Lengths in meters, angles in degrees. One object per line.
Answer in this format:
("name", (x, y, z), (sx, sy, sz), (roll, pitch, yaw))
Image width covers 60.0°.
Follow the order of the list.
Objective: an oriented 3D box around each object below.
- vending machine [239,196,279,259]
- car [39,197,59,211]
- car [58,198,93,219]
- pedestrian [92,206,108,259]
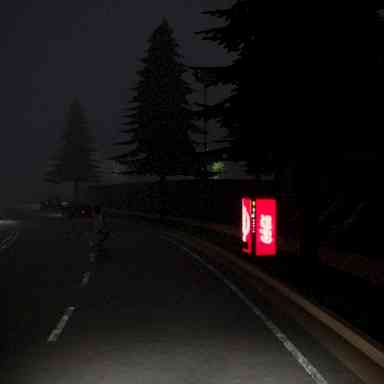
("vending machine", (2.341, 1.195, 11.640), (1.100, 2.100, 0.880), (0, 0, -14))
("car", (-17.224, 1.352, 40.571), (2.097, 1.767, 4.553), (0, 0, -32))
("car", (-10.188, 1.478, 29.337), (1.882, 1.535, 5.008), (0, 0, -31))
("pedestrian", (-3.069, 1.294, 11.110), (0.375, 1.860, 0.375), (0, 0, -15))
